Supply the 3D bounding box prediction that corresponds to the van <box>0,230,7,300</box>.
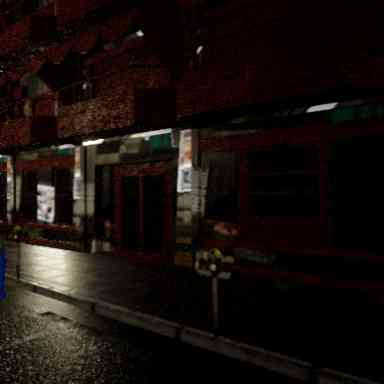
[{"bbox_3d":[-5.271,1.332,6.494,3.998,1.788,1.690,0,-1,36],"label":"van"}]
